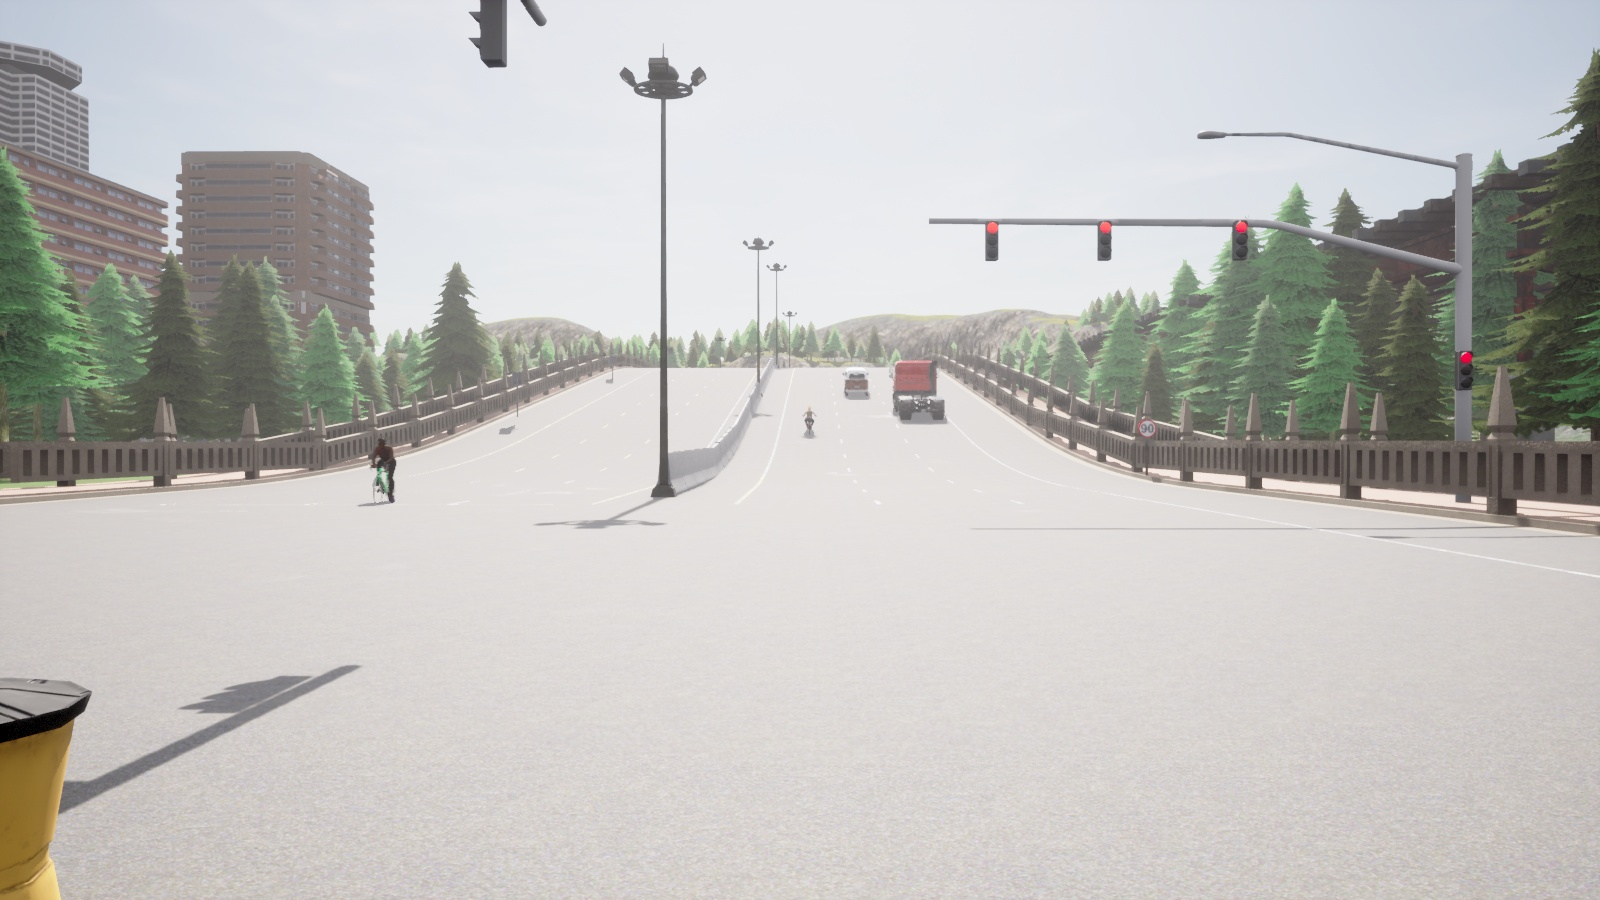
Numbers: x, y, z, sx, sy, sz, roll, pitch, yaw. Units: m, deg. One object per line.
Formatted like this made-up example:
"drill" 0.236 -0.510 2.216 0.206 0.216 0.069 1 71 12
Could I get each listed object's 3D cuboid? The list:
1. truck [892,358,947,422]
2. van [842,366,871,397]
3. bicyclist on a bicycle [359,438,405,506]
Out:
"truck" 7.658 -3.995 81.637 2.891 3.462 7.936 0 8 1
"van" 4.336 -5.366 97.365 2.069 2.038 4.480 0 8 1
"bicyclist on a bicycle" -10.306 0.516 31.025 0.582 1.620 1.656 0 1 0
